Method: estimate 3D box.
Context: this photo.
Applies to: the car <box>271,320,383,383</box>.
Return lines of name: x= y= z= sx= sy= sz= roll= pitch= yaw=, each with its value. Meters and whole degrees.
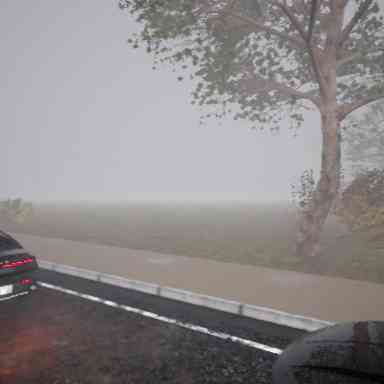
car: x=2.860 y=1.475 z=1.639 sx=5.008 sy=1.535 sz=1.882 roll=0 pitch=0 yaw=36

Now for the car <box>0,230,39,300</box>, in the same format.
car: x=-5.334 y=1.516 z=7.357 sx=4.892 sy=1.490 sz=1.837 roll=0 pitch=0 yaw=35
